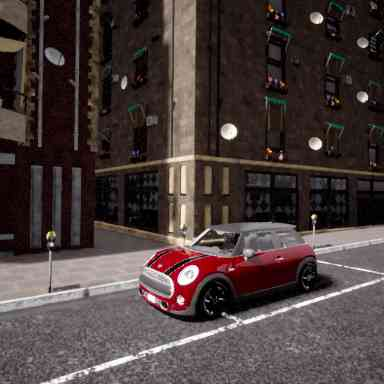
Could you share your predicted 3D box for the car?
[{"bbox_3d":[0.875,1.442,7.314,4.097,1.590,1.967,0,1,-35],"label":"car"}]
